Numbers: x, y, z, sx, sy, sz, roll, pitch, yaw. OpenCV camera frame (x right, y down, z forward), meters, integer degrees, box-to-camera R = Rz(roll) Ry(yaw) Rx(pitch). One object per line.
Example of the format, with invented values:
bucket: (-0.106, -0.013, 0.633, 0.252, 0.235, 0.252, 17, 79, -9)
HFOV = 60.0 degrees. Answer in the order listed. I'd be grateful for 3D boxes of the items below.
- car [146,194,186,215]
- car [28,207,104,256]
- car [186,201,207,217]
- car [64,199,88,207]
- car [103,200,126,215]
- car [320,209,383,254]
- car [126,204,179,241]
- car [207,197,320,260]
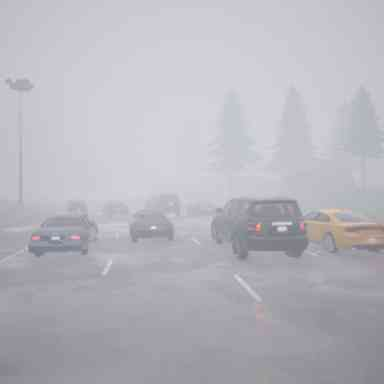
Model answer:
car: (-2.754, 1.174, 30.688, 2.150, 2.045, 5.566, 0, 0, -21)
car: (-4.862, 1.539, 13.191, 2.033, 1.411, 5.357, 0, 0, -11)
car: (0.806, 1.504, 30.984, 1.994, 1.385, 4.181, 0, 0, -20)
car: (-11.715, 1.482, 33.582, 1.837, 1.490, 4.892, 0, 0, -25)
car: (-7.678, 1.528, 33.128, 1.994, 1.385, 4.181, 0, 0, -24)
car: (5.619, 1.434, 13.507, 1.882, 1.535, 5.008, 0, 0, -9)
car: (-2.126, 1.540, 16.625, 1.994, 1.385, 4.181, 0, 0, -12)
car: (2.276, 1.191, 12.592, 2.150, 2.045, 5.566, 0, 0, -9)
